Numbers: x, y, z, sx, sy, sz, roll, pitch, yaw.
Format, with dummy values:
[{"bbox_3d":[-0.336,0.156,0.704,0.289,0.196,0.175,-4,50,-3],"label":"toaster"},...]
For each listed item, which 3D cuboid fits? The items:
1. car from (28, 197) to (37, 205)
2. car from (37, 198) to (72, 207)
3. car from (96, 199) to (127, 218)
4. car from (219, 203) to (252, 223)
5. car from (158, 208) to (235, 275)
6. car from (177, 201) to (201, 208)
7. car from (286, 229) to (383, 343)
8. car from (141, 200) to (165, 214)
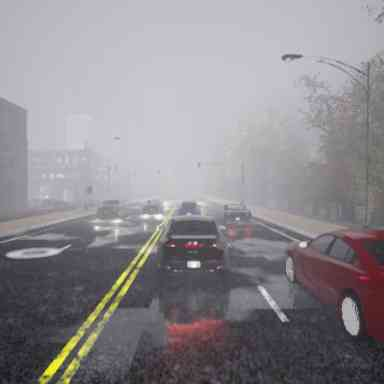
[{"bbox_3d":[-29.156,1.578,59.179,4.403,1.369,2.008,-1,1,-1],"label":"car"},{"bbox_3d":[-20.685,1.614,50.804,4.313,1.339,1.947,-1,1,-1],"label":"car"},{"bbox_3d":[-6.967,1.359,29.295,1.882,1.535,5.008,0,0,-1],"label":"car"},{"bbox_3d":[3.050,1.501,24.619,1.895,1.301,4.718,0,0,-1],"label":"car"},{"bbox_3d":[0.014,1.461,10.254,1.837,1.490,4.892,0,0,-1],"label":"car"},{"bbox_3d":[-0.249,1.418,26.591,1.812,1.442,4.674,0,0,-1],"label":"car"},{"bbox_3d":[3.309,1.451,6.444,1.882,1.535,5.008,0,0,-1],"label":"car"},{"bbox_3d":[-3.761,1.433,32.668,1.994,1.385,4.181,0,0,-1],"label":"car"}]
